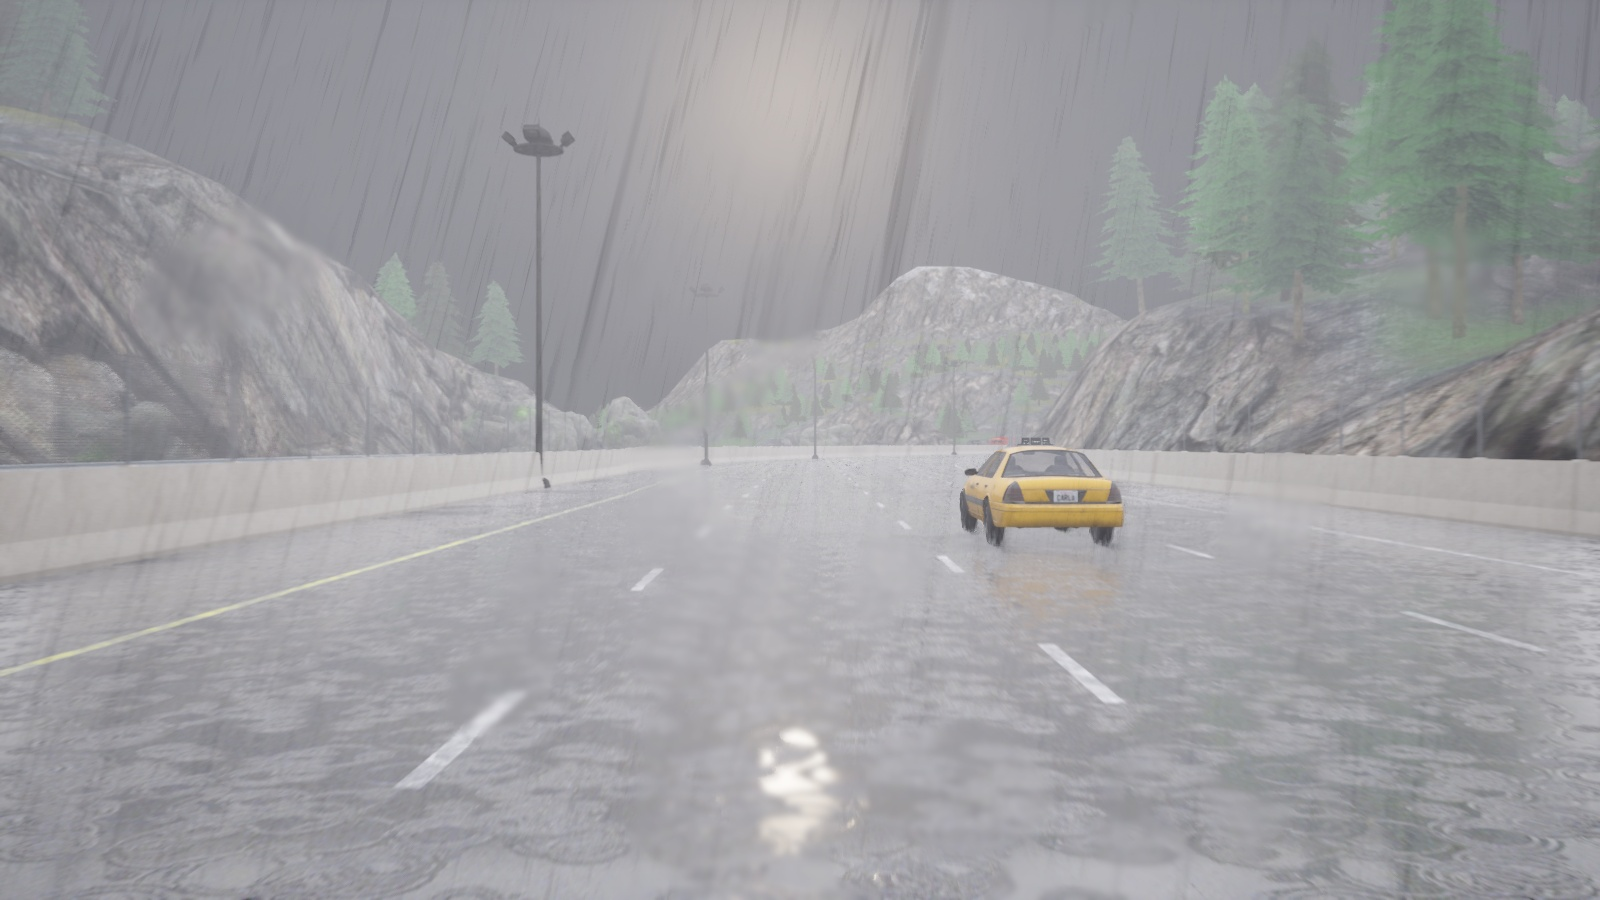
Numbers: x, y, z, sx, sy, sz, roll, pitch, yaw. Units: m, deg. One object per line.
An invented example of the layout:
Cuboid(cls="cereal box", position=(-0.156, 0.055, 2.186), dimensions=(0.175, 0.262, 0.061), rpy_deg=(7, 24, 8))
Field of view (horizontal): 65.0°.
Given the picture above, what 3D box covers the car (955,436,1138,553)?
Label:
Cuboid(cls="car", position=(3.626, 0.580, 19.465), dimensions=(1.801, 1.575, 5.366), rpy_deg=(0, 0, 0))
